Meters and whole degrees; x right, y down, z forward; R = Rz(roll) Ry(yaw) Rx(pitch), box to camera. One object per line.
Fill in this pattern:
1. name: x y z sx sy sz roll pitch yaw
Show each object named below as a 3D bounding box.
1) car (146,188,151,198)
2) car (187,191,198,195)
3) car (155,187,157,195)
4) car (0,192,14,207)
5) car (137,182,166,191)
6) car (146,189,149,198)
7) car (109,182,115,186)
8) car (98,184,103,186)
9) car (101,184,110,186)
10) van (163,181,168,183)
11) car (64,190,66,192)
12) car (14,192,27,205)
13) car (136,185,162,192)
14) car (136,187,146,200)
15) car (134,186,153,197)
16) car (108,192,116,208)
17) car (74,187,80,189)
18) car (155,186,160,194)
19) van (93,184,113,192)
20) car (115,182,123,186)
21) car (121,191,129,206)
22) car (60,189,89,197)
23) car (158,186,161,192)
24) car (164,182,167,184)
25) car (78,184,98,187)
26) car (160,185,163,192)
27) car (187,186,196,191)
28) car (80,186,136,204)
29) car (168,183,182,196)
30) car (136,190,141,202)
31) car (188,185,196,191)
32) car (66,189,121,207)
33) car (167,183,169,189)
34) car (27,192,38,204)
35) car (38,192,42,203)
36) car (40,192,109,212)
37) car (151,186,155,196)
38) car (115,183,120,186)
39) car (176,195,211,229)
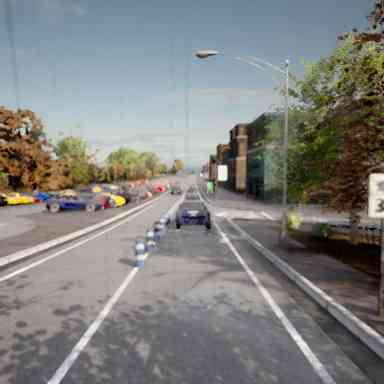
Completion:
1. car: -9.879 0.554 56.596 4.792 1.488 2.163 0 2 0
2. car: 0.067 0.956 40.560 1.837 1.490 4.892 0 2 0
3. car: -9.781 0.262 64.946 4.674 1.452 2.002 0 3 0
4. car: -23.124 0.934 37.129 4.792 1.488 2.163 0 0 1
5. car: -9.689 -0.694 78.850 5.566 2.045 2.435 0 3 0
6. car: -9.844 0.637 53.809 4.792 1.488 2.163 0 2 0
7. car: -22.688 -0.846 81.701 5.566 2.045 2.435 0 3 0
8. car: -22.820 -0.280 73.241 4.553 1.767 2.185 0 3 0
9. car: -22.925 -0.452 78.935 5.366 1.575 1.946 0 3 0
10. van: -9.659 -1.401 92.748 4.442 1.987 1.878 0 3 0
11. car: -22.947 0.603 53.868 4.892 1.521 2.231 0 1 0
12. car: -23.257 0.876 39.922 5.366 1.575 1.946 0 1 0
13. car: -9.678 -0.126 73.303 4.792 1.488 2.163 0 3 0
14. car: -9.865 0.558 51.018 4.553 1.767 2.185 0 1 0
15. car: -9.857 0.307 59.377 4.553 1.767 2.185 0 2 0
16. car: -10.091 0.965 31.515 4.792 1.488 2.163 0 0 0
17. car: -22.698 0.327 62.097 5.366 1.575 1.946 0 2 0
18. car: -9.749 0.104 67.731 5.008 1.535 2.097 0 2 0
19. van: -22.576 -0.967 84.483 4.442 1.987 1.878 0 3 0
20. car: -22.627 -1.182 92.838 5.008 1.535 2.097 0 3 0
21. car: -10.010 0.912 37.080 5.008 1.535 2.097 0 1 0
22. car: -22.865 0.221 64.885 5.008 1.535 2.097 0 2 0
23. car: -9.726 -0.022 70.517 5.008 1.535 2.097 0 3 0
24. car: -9.559 -1.001 87.069 4.553 1.767 2.185 0 3 0
25. car: -22.864 -0.147 67.661 5.566 2.045 2.435 0 2 0
26. car: -9.681 -0.257 76.085 4.674 1.452 2.002 0 3 0
27. car: -0.038 -0.484 79.555 2.128 1.511 4.902 0 3 0
28. car: -10.020 0.635 39.871 5.566 2.045 2.435 0 1 0
29. car: -3.297 -0.297 69.578 2.150 2.045 5.566 0 2 0
30. car: -9.915 0.837 45.442 4.792 1.488 2.163 0 1 0
31. car: -0.018 -1.071 89.988 1.895 1.301 4.718 0 3 0
32. car: -10.070 0.802 34.300 4.553 1.767 2.185 0 0 0
33. car: -9.572 -1.028 89.980 4.892 1.521 2.231 0 3 0
34. car: -23.233 0.842 42.718 5.366 1.575 1.946 0 1 0
35. car: -22.996 0.832 45.372 4.792 1.488 2.163 0 1 0
36. car: -10.056 0.973 28.731 4.792 1.488 2.163 0 0 0
37. car: -9.833 0.206 62.155 4.553 1.767 2.185 0 2 0
38. car: -22.648 -0.995 90.059 4.674 1.452 2.002 0 3 0
39. car: 0.084 1.298 21.688 2.097 1.767 4.553 0 1 0
